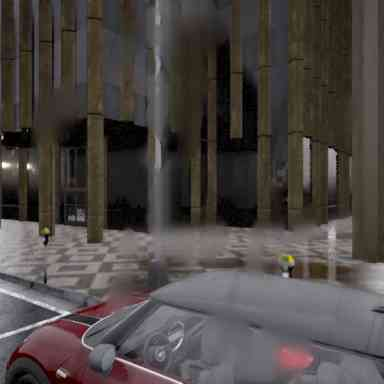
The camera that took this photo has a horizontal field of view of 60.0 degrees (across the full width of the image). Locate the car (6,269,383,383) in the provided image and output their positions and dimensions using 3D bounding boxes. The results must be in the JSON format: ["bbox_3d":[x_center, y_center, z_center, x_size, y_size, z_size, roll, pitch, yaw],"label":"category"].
[{"bbox_3d":[0.175,1.440,2.839,4.097,1.590,1.967,0,0,36],"label":"car"}]
